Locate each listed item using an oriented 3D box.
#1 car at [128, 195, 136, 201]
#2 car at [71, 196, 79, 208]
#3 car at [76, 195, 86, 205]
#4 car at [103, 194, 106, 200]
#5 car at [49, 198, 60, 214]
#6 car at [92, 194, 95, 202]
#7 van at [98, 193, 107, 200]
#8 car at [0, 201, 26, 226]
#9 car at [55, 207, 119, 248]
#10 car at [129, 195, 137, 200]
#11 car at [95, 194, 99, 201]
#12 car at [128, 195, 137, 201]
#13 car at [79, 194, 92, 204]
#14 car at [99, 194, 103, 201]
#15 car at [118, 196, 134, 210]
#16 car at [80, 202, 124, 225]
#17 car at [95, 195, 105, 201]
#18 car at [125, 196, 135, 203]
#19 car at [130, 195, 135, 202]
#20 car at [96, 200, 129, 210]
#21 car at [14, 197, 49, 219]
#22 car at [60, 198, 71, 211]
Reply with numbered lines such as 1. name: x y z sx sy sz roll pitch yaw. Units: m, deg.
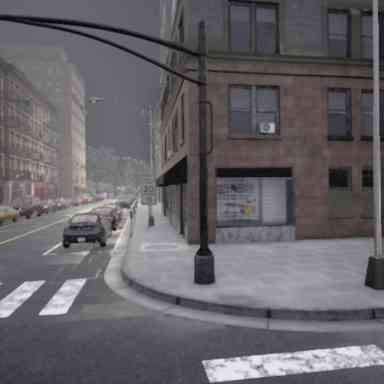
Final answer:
1. car: -14.434 1.475 79.835 1.802 1.307 4.206 -1 0 -9
2. car: -17.435 1.601 46.107 2.008 1.369 4.403 -1 0 -9
3. car: -18.258 1.605 51.528 1.947 1.339 4.313 -1 0 -9
4. car: -22.375 1.300 78.627 2.192 1.841 5.009 -1 0 -9
5. car: -15.791 1.513 35.267 1.967 1.590 4.097 -1 0 -9
6. car: -19.879 1.542 62.199 1.752 1.417 4.829 -1 0 -9
7. van: -24.020 1.305 89.466 1.690 1.788 3.998 -1 0 -9
8. car: -14.119 1.621 24.260 1.752 1.417 4.829 -1 0 -9
9. car: -4.537 1.577 14.800 2.008 1.369 4.403 -1 0 -9
10. car: -16.084 1.438 90.674 1.947 1.339 4.313 -1 0 -9
11. car: -20.726 1.588 67.787 1.802 1.307 4.206 -1 0 -9
12. car: -15.259 1.434 85.254 2.008 1.369 4.403 -1 0 -9
13. car: -19.083 1.343 56.947 2.192 1.841 5.009 -1 0 -9
14. car: -21.552 1.310 73.206 2.192 1.841 5.009 -1 0 -9
15. car: -8.661 1.521 41.897 2.008 1.369 4.403 -1 0 -9
16. car: -5.362 1.560 20.219 1.887 1.381 4.507 -1 0 -9
17. car: -23.195 1.519 84.047 1.887 1.381 4.507 -1 0 -9
18. car: -12.785 1.459 68.995 1.887 1.381 4.507 -1 0 -9
19. car: -9.486 1.509 47.317 2.008 1.369 4.403 -1 0 -9
20. car: -6.187 1.554 25.639 2.008 1.369 4.403 -1 0 -9
21. car: -14.969 1.399 29.847 2.192 1.841 5.009 -1 0 -9
22. car: -16.614 1.501 40.687 1.967 1.590 4.097 -1 0 -9
